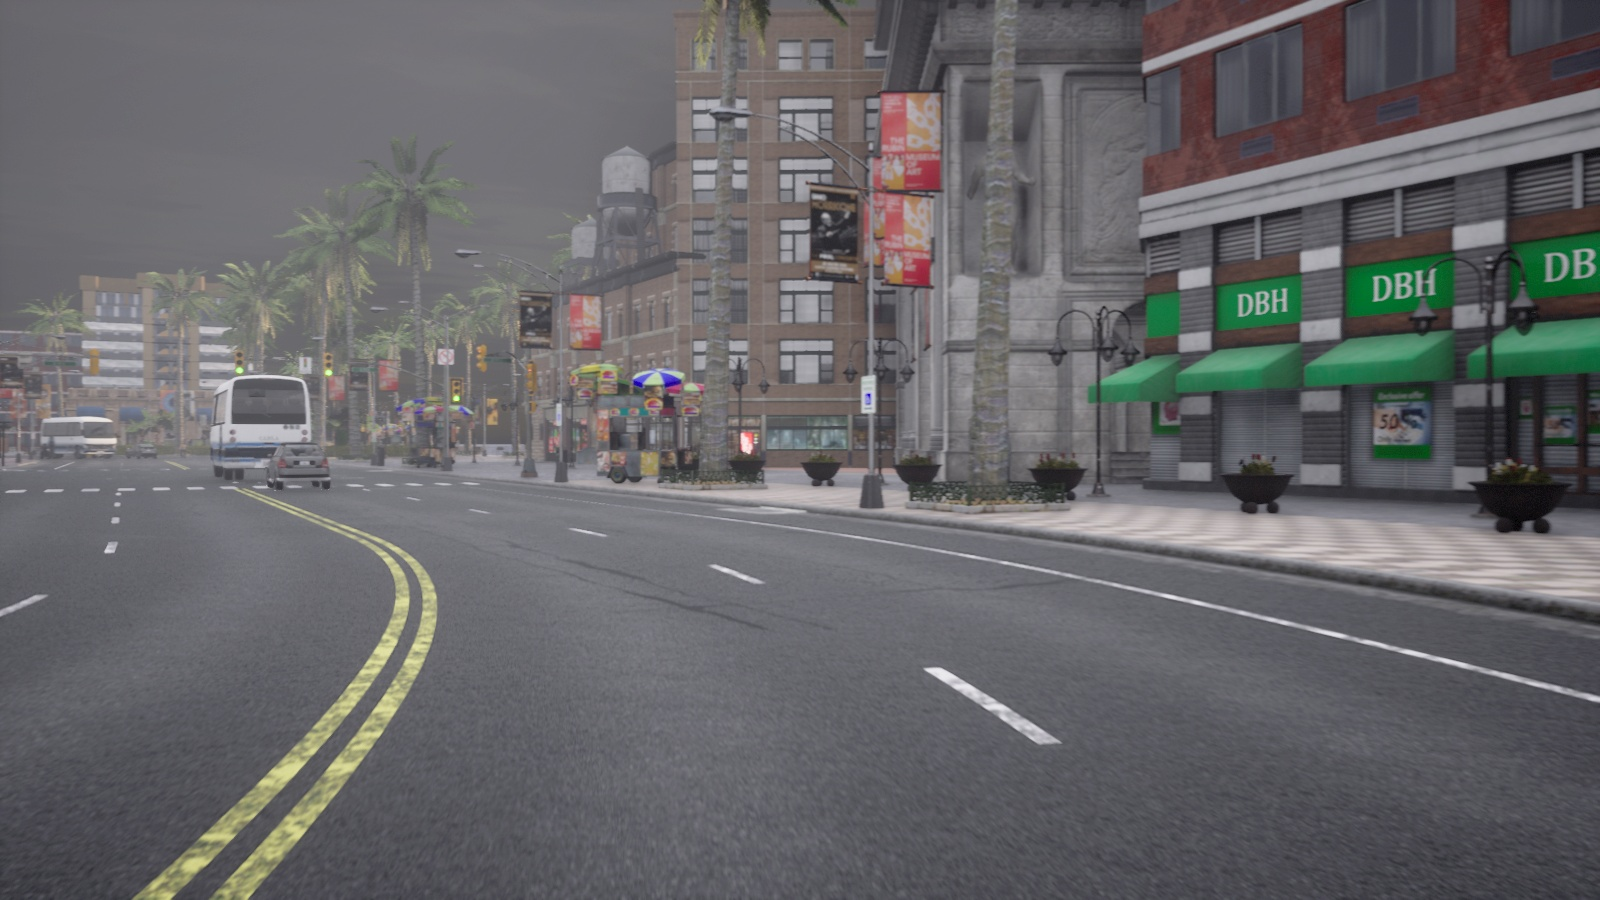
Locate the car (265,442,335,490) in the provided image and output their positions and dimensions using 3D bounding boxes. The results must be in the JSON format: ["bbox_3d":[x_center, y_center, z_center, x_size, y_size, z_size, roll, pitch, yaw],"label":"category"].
[{"bbox_3d":[-16.750,0.492,41.978,1.789,1.549,3.705,0,0,-28],"label":"car"}]

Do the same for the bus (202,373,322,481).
[{"bbox_3d":[-23.716,-0.935,54.966,3.944,4.253,10.273,0,0,-28],"label":"bus"}]
